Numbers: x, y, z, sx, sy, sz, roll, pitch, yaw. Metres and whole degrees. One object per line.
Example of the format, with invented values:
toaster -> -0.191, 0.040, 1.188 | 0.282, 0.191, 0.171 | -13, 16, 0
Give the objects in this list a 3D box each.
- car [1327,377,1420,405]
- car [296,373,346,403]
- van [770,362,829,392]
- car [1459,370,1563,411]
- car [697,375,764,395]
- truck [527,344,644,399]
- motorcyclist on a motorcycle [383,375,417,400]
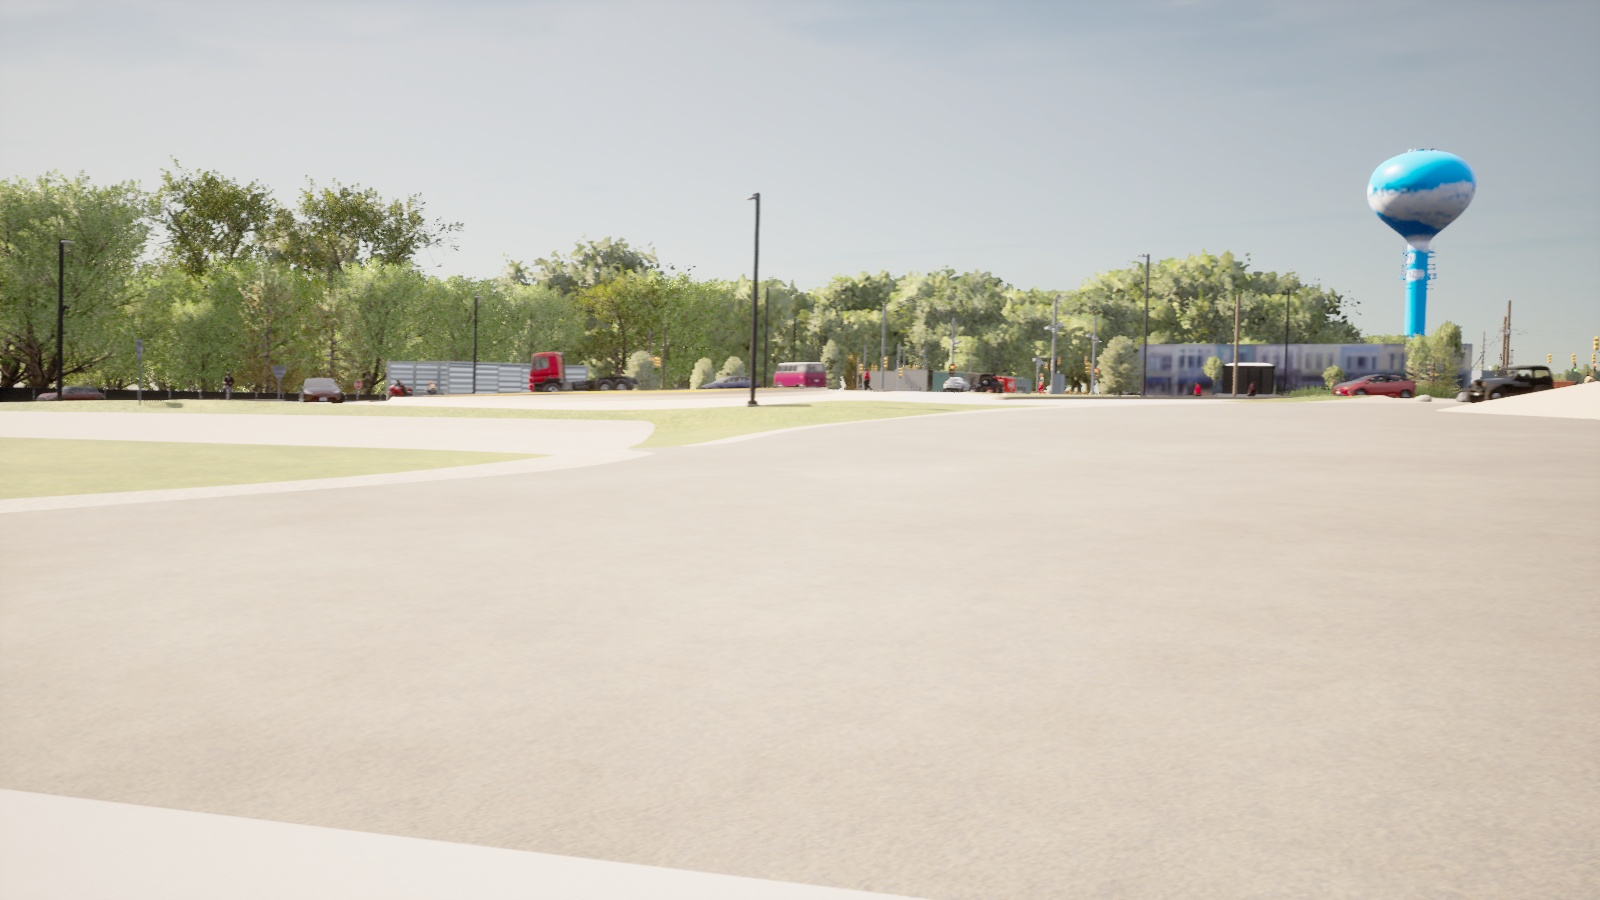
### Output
car -> 33.200, -3.387, 72.725 | 4.514, 1.525, 2.007 | 1, 2, -8
car -> -26.022, -3.372, 68.122 | 2.163, 1.488, 4.792 | -3, 4, -25
van -> -0.070, -4.922, 84.989 | 1.775, 1.987, 4.442 | -1, 3, -34
car -> 34.180, -2.880, 60.419 | 3.866, 1.878, 1.905 | 1, 3, -2
car -> -5.463, -5.121, 98.581 | 4.792, 1.488, 2.163 | -2, 5, -26
truck -> -15.665, -5.735, 92.151 | 7.936, 3.462, 2.891 | -3, 2, -3
motorcyclist on a motorcycle -> -26.012, -4.072, 81.615 | 0.797, 1.523, 2.044 | -1, 2, 30
